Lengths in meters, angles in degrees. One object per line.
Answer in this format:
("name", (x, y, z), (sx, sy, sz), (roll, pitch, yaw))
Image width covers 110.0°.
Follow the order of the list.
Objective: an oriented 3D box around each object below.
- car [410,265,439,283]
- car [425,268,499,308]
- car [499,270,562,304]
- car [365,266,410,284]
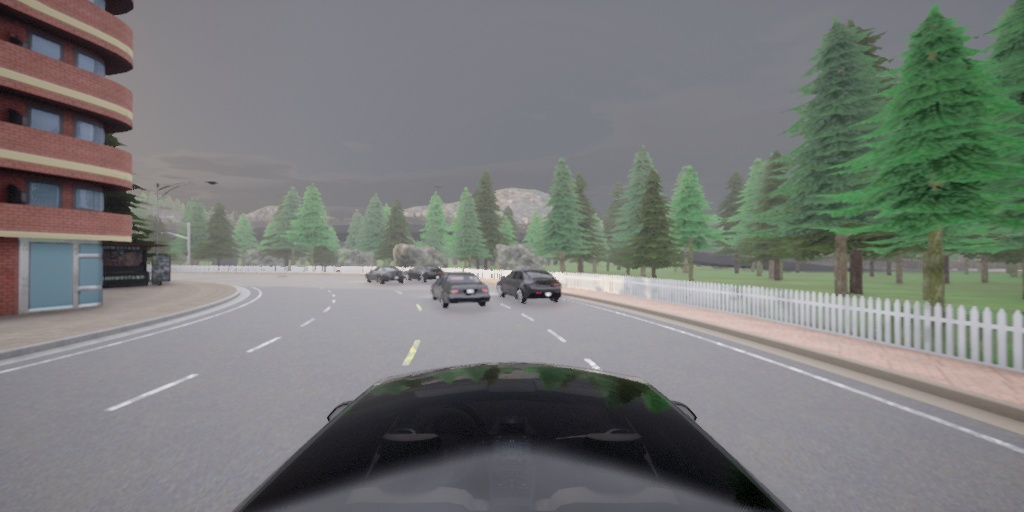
("car", (-7.895, 1.549, 32.127), (1.837, 1.490, 4.892), (0, 0, -42))
("car", (-2.461, 1.434, 16.196), (2.033, 1.411, 5.357), (0, -1, -20))
("car", (0.716, 1.404, 17.667), (1.837, 1.490, 4.892), (0, 0, -20))
("car", (-10.592, 1.550, 29.892), (1.812, 1.442, 4.674), (0, -1, -42))
